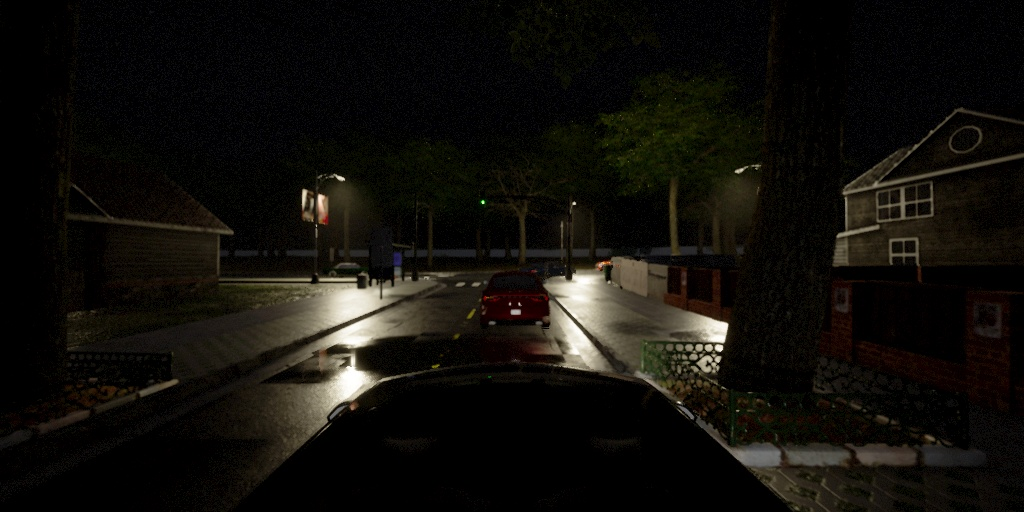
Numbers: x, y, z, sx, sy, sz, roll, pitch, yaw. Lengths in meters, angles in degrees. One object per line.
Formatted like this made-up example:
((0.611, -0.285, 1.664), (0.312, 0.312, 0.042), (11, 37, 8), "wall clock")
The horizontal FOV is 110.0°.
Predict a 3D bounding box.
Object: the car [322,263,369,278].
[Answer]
((-14.578, 1.323, 32.739), (4.718, 1.301, 1.895), (0, -1, 3), "car")

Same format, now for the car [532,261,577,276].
((2.881, 1.107, 28.301), (2.033, 1.411, 5.357), (-3, -1, 45), "car")

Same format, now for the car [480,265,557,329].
((0.094, 1.210, 11.271), (1.882, 1.535, 5.008), (0, 0, 0), "car")

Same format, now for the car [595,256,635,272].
((11.435, 0.862, 39.411), (4.553, 1.767, 2.097), (-1, -1, 0), "car")
